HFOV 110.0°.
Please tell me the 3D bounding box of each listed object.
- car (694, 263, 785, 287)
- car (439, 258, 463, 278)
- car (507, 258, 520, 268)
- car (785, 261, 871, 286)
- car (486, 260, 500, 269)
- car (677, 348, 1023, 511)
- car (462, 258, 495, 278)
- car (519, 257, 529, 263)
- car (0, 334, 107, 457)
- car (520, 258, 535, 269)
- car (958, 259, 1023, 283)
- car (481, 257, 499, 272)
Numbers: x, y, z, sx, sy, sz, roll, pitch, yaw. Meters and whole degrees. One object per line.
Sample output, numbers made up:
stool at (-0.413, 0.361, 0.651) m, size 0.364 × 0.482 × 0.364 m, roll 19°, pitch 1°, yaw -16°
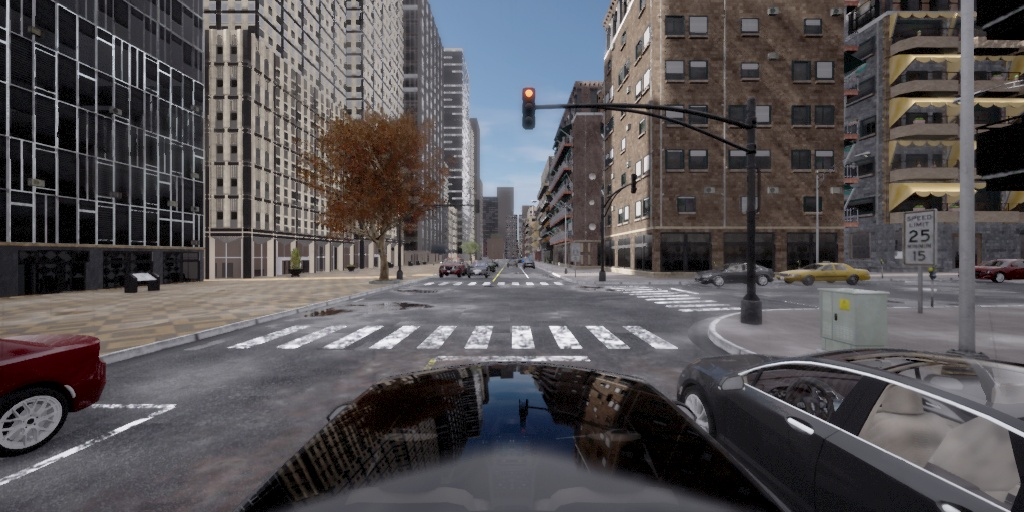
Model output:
car at (13.434, 1.095, 21.749) m, size 4.403 × 1.370 × 2.007 m, roll 0°, pitch 0°, yaw -1°
car at (-5.694, 1.079, 34.719) m, size 2.192 × 1.841 × 5.009 m, roll 0°, pitch 0°, yaw 0°
car at (0.098, 1.284, 64.100) m, size 2.128 × 1.511 × 4.902 m, roll 0°, pitch 0°, yaw 0°
car at (18.831, 0.993, 21.804) m, size 4.829 × 1.417 × 1.751 m, roll 0°, pitch 0°, yaw -1°
car at (-3.079, 1.387, 58.785) m, size 1.895 × 1.301 × 4.718 m, roll 0°, pitch 0°, yaw 0°
car at (2.689, 1.300, 2.332) m, size 2.007 × 1.370 × 4.403 m, roll 0°, pitch 0°, yaw 0°
car at (-3.103, 1.255, 34.209) m, size 2.128 × 1.511 × 4.902 m, roll 0°, pitch 0°, yaw 0°
car at (2.685, 1.315, 62.503) m, size 1.751 × 1.417 × 4.829 m, roll 0°, pitch 0°, yaw 0°
car at (-5.691, 1.295, 2.331) m, size 1.888 × 1.381 × 4.507 m, roll 0°, pitch 0°, yaw 0°
car at (2.686, 1.349, 56.810) m, size 1.948 × 1.339 × 4.313 m, roll 0°, pitch 0°, yaw 0°
car at (30.135, 0.859, 21.919) m, size 4.507 × 1.381 × 1.888 m, roll 0°, pitch 0°, yaw -1°
car at (-3.102, 1.124, 44.391) m, size 2.097 × 1.767 × 4.553 m, roll 0°, pitch 0°, yaw 0°
